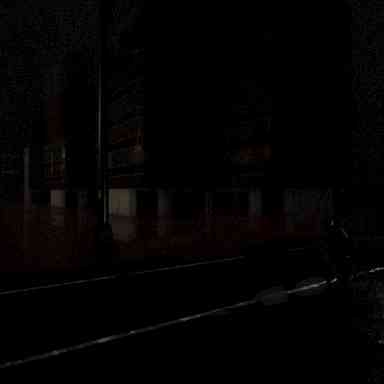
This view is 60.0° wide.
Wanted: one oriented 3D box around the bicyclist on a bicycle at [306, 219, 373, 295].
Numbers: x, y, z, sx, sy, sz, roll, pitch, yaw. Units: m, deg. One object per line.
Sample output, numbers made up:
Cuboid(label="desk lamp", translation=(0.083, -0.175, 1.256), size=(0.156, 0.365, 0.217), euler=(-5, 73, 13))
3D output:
Cuboid(label="bicyclist on a bicycle", translation=(3.312, 1.455, 7.657), size=(0.582, 1.620, 1.656), euler=(0, -2, -34))
